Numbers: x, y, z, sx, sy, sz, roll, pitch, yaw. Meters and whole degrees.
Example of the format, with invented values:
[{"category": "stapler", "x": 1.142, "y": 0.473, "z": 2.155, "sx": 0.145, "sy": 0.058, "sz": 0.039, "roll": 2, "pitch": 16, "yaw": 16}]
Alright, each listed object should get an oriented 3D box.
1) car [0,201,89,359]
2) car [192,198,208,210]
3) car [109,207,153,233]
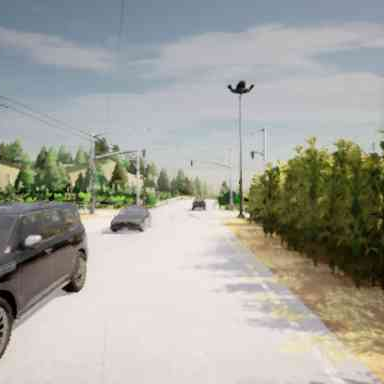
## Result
[{"category": "car", "x": -3.596, "y": 1.236, "z": 6.037, "sx": 2.150, "sy": 2.045, "sz": 5.566, "roll": 0, "pitch": 0, "yaw": 0}, {"category": "car", "x": 1.037, "y": 1.618, "z": 45.389, "sx": 1.837, "sy": 1.490, "sz": 4.892, "roll": 0, "pitch": 0, "yaw": 4}, {"category": "car", "x": -3.544, "y": 1.604, "z": 20.395, "sx": 2.033, "sy": 1.411, "sz": 5.357, "roll": 0, "pitch": 0, "yaw": 1}]
